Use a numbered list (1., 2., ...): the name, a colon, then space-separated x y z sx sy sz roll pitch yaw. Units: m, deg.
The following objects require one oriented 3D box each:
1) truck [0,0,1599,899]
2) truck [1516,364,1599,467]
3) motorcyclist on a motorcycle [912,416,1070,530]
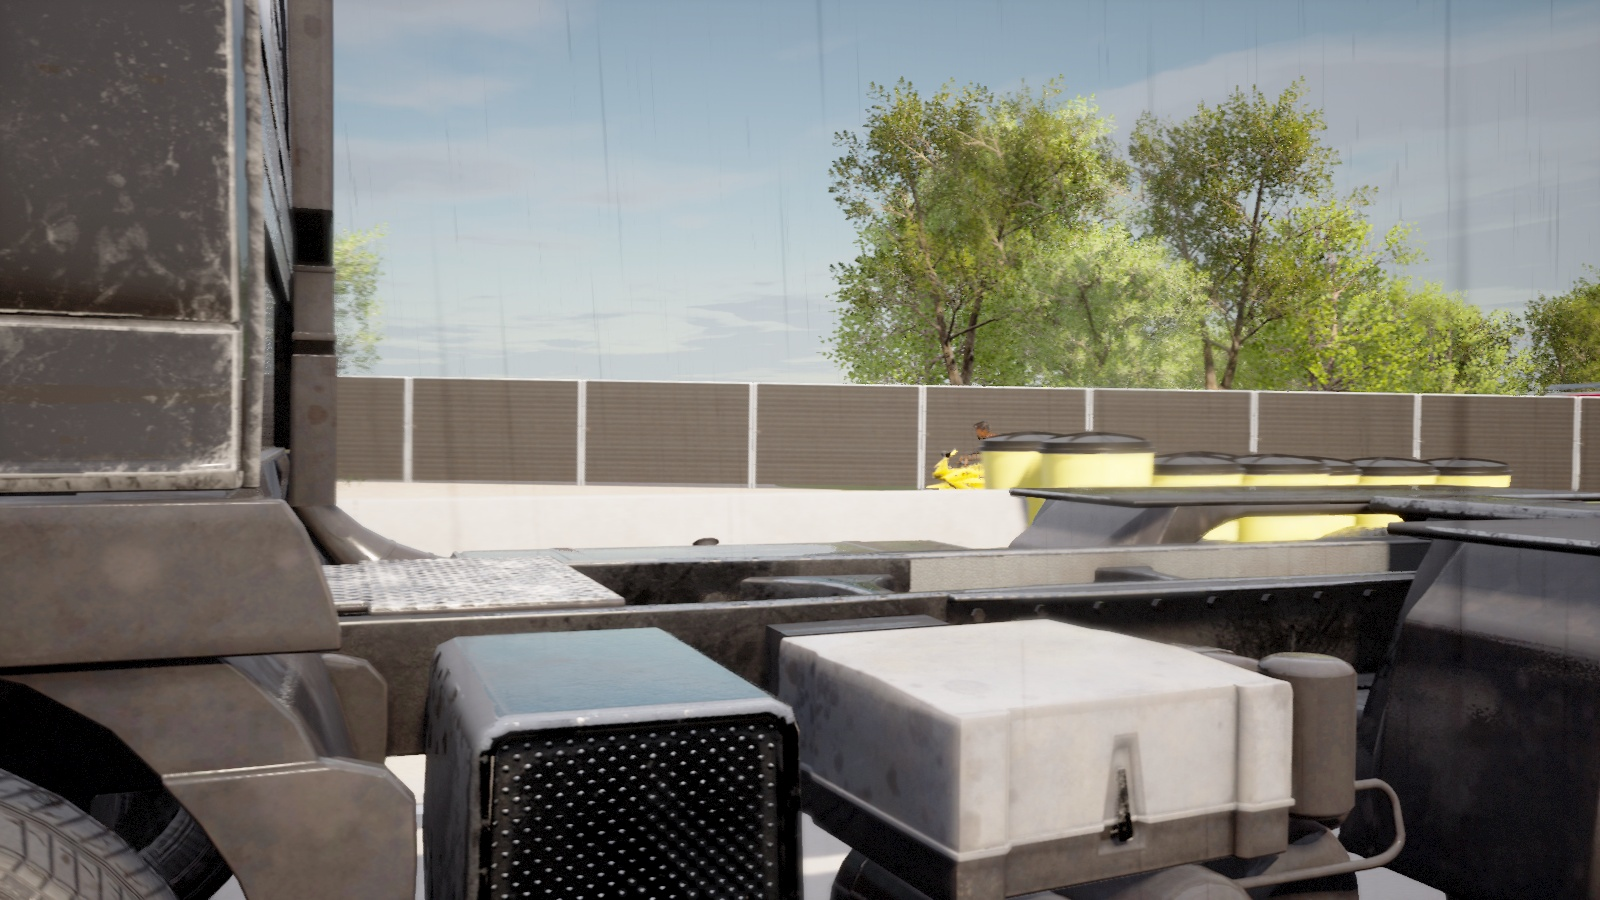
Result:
1. truck: 0.424 -0.244 3.388 7.936 3.462 2.891 -1 1 -21
2. truck: 31.186 -1.325 46.095 2.891 3.827 8.468 -2 0 -22
3. motorcyclist on a motorcycle: 2.599 0.302 17.264 2.044 1.523 0.797 0 1 1
